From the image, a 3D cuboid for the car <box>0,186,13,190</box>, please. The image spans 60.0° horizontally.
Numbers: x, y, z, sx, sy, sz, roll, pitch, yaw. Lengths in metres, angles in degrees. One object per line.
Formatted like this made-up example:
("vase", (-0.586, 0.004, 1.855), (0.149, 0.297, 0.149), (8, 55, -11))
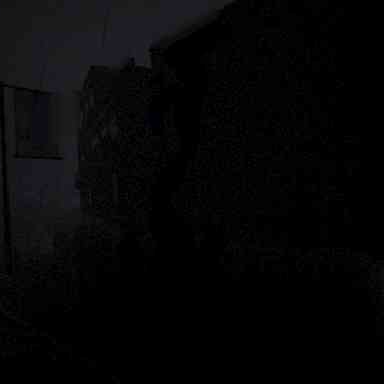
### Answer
("car", (-46.770, -0.708, 80.736), (2.231, 1.521, 4.892), (-4, -3, 6))
